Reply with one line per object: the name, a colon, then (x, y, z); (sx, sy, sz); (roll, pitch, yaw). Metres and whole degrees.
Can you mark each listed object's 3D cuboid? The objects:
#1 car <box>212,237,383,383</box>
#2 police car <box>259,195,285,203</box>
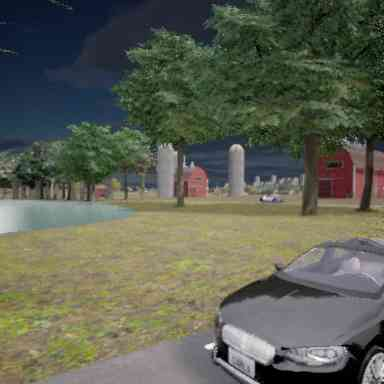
car: (2.502, 1.489, 4.850); (4.902, 1.511, 2.128); (0, 0, -35)
police car: (14.857, 1.270, 61.509); (2.038, 1.542, 4.974); (1, -1, -35)
